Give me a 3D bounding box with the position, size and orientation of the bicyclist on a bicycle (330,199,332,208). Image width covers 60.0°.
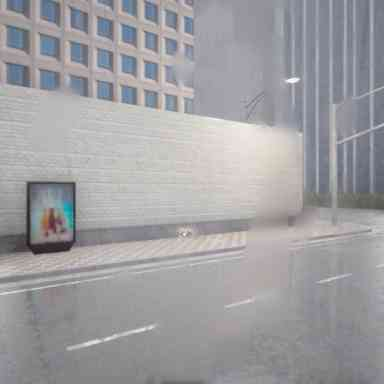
[{"bbox_3d":[18.685,1.356,43.961,1.656,1.620,0.582,0,0,-36],"label":"bicyclist on a bicycle"}]

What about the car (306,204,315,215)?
[{"bbox_3d":[8.615,1.533,31.433,1.882,1.535,5.008,0,0,-36],"label":"car"}]

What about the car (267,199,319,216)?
[{"bbox_3d":[10.461,1.544,34.867,2.128,1.511,4.902,0,0,-36],"label":"car"}]
